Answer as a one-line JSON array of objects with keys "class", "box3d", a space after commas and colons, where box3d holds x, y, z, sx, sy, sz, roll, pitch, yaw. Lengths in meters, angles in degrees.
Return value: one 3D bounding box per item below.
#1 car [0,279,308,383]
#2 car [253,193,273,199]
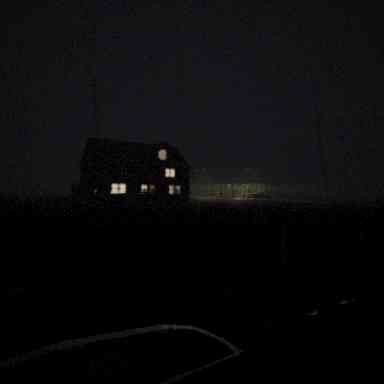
[{"class": "car", "box3d": [-1.265, 1.492, 2.167, 4.902, 1.511, 2.128, 0, 0, -35]}, {"class": "car", "box3d": [16.229, 0.993, 76.496, 1.895, 1.301, 4.718, 1, 1, -35]}]
